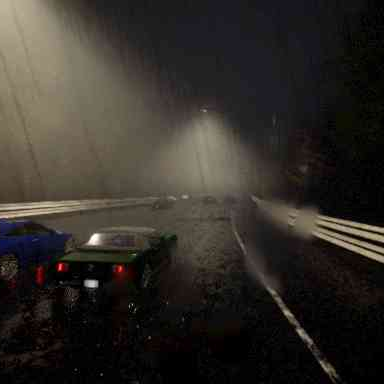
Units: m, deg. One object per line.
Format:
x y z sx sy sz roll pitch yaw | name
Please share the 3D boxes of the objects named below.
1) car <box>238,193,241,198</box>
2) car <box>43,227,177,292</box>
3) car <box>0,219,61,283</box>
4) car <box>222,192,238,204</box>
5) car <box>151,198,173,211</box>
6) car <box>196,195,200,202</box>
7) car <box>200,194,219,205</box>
11.615 1.622 91.329 2.128 1.511 4.902 1 0 9 | car
-1.709 1.601 9.035 1.895 1.301 4.718 0 0 9 | car
-5.159 1.497 9.586 1.812 1.442 4.674 1 0 9 | car
7.758 1.436 67.494 2.097 1.767 4.553 1 0 9 | car
-3.651 1.514 40.816 1.812 1.442 4.674 1 0 9 | car
2.106 1.503 76.384 1.882 1.535 5.008 1 0 9 | car
3.302 1.399 61.866 2.097 1.767 4.553 1 0 9 | car
